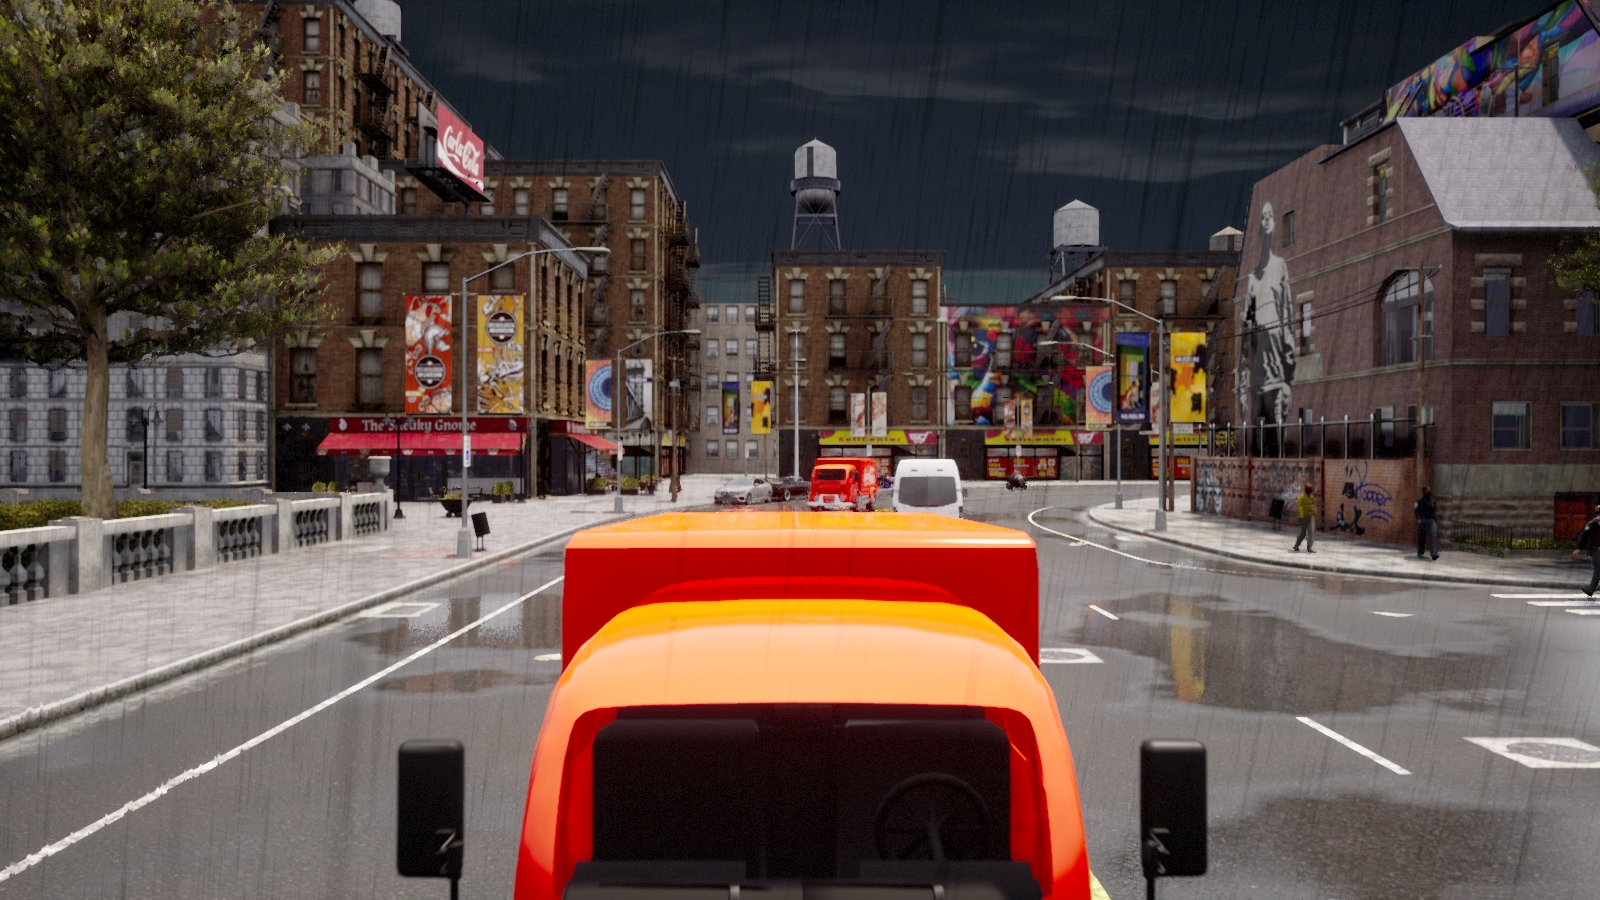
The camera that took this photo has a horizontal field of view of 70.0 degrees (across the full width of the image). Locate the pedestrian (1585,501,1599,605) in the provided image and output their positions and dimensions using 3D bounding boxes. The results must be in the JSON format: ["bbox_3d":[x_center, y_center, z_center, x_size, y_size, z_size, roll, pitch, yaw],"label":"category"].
[{"bbox_3d":[14.601,1.858,20.789,0.375,1.860,0.375,0,0,3],"label":"pedestrian"}]

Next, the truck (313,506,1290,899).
[{"bbox_3d":[-0.002,1.588,5.665,2.627,2.467,5.204,0,-1,0],"label":"truck"}]

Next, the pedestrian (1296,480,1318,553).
[{"bbox_3d":[13.025,1.708,29.353,0.375,1.860,0.375,0,0,-13],"label":"pedestrian"}]

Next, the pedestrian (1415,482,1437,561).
[{"bbox_3d":[15.030,1.707,27.440,0.375,1.860,0.375,0,0,9],"label":"pedestrian"}]

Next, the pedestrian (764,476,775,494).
[{"bbox_3d":[-1.861,2.103,69.141,0.500,1.100,0.500,0,0,27],"label":"pedestrian"}]

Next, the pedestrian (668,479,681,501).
[{"bbox_3d":[-6.591,2.099,59.984,0.500,1.100,0.500,0,0,25],"label":"pedestrian"}]

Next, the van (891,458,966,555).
[{"bbox_3d":[3.837,1.548,33.645,1.988,2.561,5.915,-1,0,7],"label":"van"}]

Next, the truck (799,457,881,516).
[{"bbox_3d":[1.910,1.588,51.867,2.627,2.467,5.204,0,0,15],"label":"truck"}]
